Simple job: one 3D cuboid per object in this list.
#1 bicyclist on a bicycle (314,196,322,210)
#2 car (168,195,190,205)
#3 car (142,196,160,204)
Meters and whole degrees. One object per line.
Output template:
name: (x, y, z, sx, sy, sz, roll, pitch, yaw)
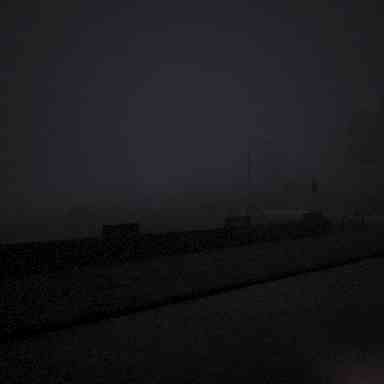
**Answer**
bicyclist on a bicycle: (15.178, 1.349, 40.088, 1.656, 1.620, 0.582, 0, 0, -35)
car: (-2.311, 1.352, 57.291, 2.097, 1.767, 4.553, 0, 0, -35)
car: (-8.183, 1.478, 65.443, 1.882, 1.535, 5.008, 0, 0, -35)
